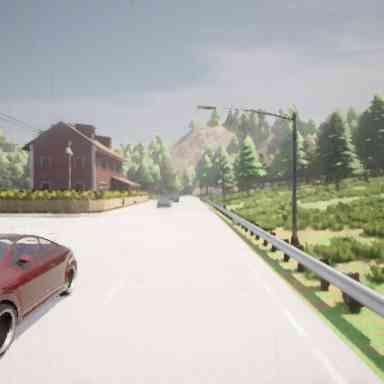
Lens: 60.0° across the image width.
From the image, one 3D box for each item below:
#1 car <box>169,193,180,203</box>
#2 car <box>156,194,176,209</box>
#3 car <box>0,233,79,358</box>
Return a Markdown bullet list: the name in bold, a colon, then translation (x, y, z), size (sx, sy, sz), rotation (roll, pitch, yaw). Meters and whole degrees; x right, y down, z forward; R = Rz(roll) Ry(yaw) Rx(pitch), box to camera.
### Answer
- **car**: translation (-3.504, 1.141, 63.026), size (2.150, 2.045, 5.566), rotation (0, 0, 0)
- **car**: translation (-3.599, 1.416, 44.168), size (2.033, 1.411, 5.357), rotation (0, 0, 0)
- **car**: translation (-3.500, 1.438, 5.694), size (1.994, 1.385, 4.181), rotation (0, 0, 0)
